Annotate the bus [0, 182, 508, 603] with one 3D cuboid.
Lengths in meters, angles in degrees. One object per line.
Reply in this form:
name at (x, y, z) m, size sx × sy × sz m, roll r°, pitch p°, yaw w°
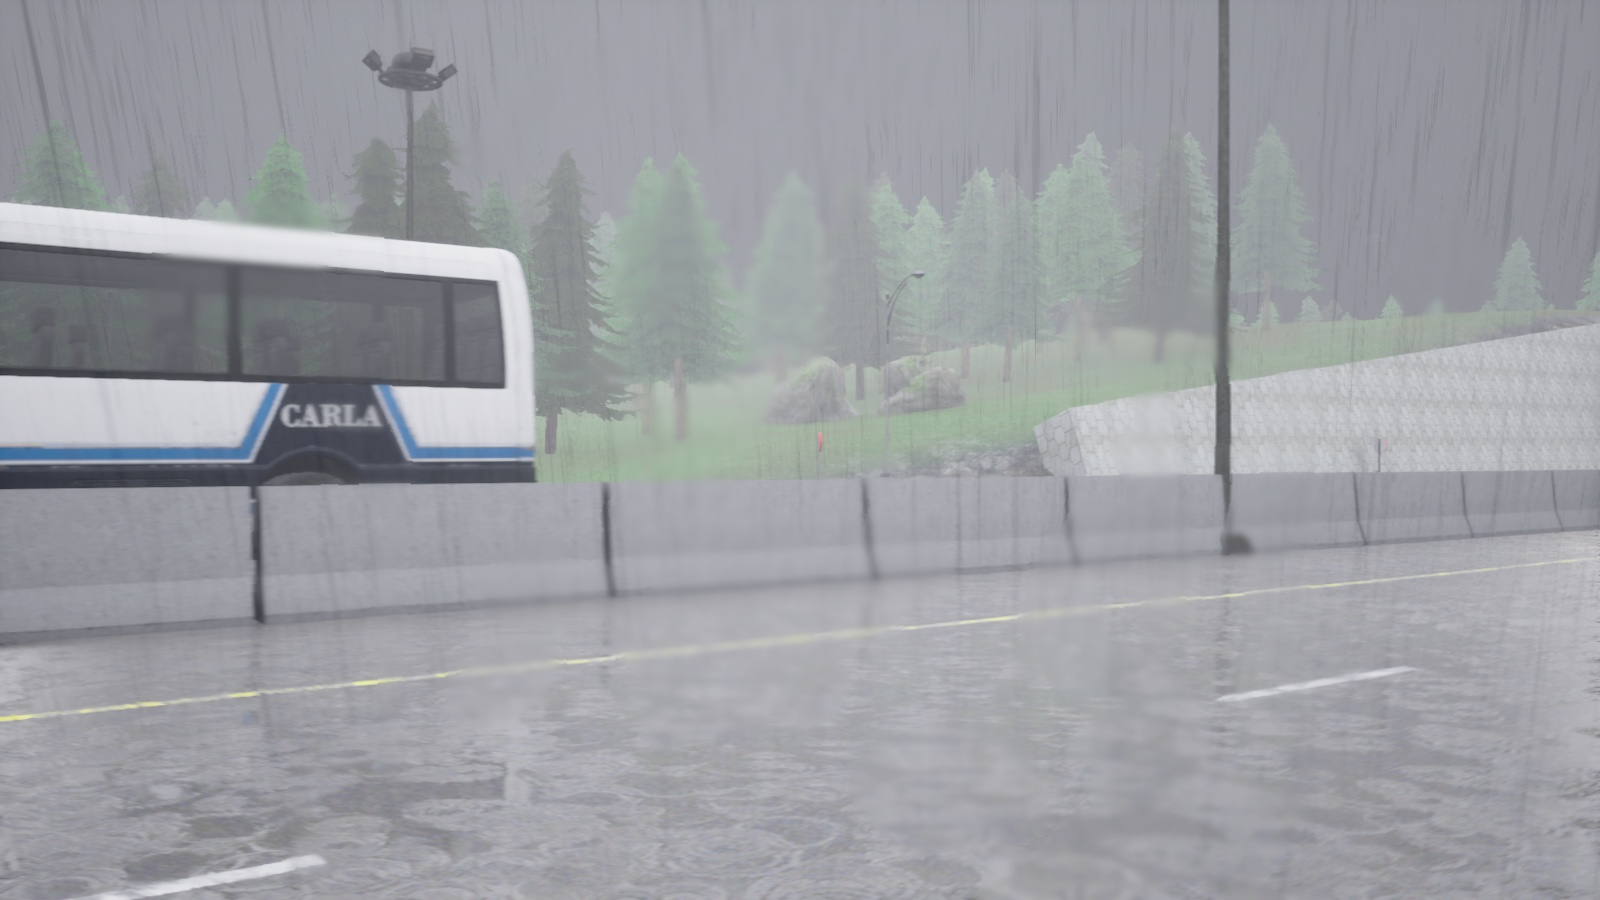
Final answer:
bus at (-9.018, -0.577, 14.444) m, size 10.273 × 4.253 × 3.944 m, roll 0°, pitch 0°, yaw -35°
